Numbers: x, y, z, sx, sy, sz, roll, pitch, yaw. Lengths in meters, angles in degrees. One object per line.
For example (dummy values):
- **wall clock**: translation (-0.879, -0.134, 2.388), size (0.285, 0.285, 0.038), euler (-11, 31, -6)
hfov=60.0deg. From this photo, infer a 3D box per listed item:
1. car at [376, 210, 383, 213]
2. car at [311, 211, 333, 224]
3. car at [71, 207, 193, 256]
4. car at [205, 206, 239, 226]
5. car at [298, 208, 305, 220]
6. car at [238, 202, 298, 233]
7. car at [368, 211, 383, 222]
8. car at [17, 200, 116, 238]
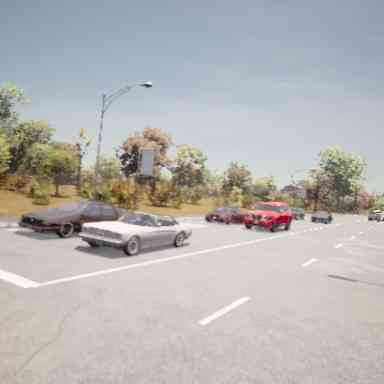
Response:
- **car**: translation (41.970, 5.208, 74.413), size (2.150, 2.045, 5.566), euler (6, 0, 36)
- **car**: translation (16.433, 3.163, 41.861), size (2.033, 1.411, 5.357), euler (6, 0, 32)
- **car**: translation (-1.870, 1.422, 12.491), size (1.895, 1.301, 4.718), euler (6, 0, 29)
- **car**: translation (2.754, 1.841, 26.586), size (1.994, 1.385, 4.181), euler (6, 0, 32)
- **car**: translation (13.482, 2.863, 43.720), size (1.837, 1.490, 4.892), euler (6, 0, 32)
- **car**: translation (5.824, 1.786, 24.866), size (2.150, 2.045, 5.566), euler (6, 1, 32)
- **car**: translation (36.272, 5.104, 66.218), size (1.994, 1.385, 4.181), euler (6, 0, 35)
- **car**: translation (-4.636, 1.100, 14.644), size (2.033, 1.411, 5.357), euler (6, 0, 32)
